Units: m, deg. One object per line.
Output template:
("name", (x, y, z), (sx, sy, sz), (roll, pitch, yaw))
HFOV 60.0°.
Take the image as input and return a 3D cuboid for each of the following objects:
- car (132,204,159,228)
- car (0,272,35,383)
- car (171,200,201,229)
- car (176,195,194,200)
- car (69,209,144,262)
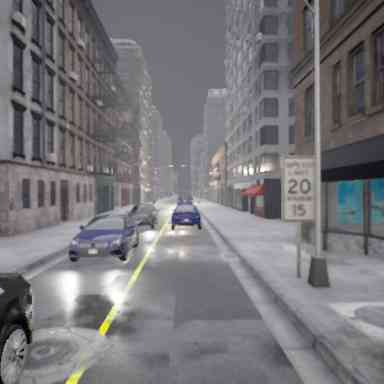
("car", (-3.345, 1.612, 22.863), (1.837, 1.490, 4.892), (0, 0, -2))
("car", (-2.887, 1.519, 2.449), (2.128, 1.511, 4.902), (0, 0, -3))
("car", (-0.399, 1.566, 22.565), (1.882, 1.535, 5.008), (0, 0, -1))
("car", (-0.957, 1.400, 46.124), (2.150, 2.045, 5.566), (0, -1, -1))
("car", (-3.115, 1.593, 12.621), (1.812, 1.442, 4.674), (0, 0, -1))
